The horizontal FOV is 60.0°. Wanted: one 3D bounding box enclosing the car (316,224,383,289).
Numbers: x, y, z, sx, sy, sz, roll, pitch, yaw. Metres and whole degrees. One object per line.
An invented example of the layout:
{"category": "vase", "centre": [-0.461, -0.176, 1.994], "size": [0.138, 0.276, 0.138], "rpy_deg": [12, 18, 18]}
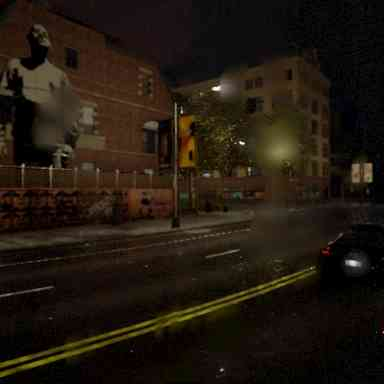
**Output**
{"category": "car", "centre": [4.964, 1.555, 8.856], "size": [1.994, 1.385, 4.181], "rpy_deg": [0, 0, 43]}
